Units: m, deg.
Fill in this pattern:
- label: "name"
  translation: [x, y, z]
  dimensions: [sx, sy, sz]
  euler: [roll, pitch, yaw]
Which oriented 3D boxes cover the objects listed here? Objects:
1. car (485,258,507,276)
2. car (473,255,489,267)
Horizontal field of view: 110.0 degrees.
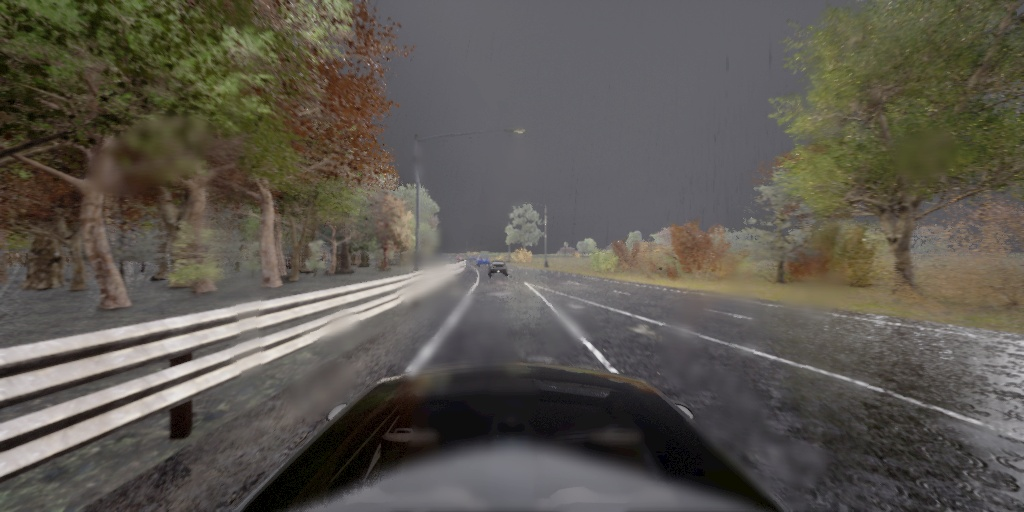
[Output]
- label: "car"
  translation: [-1.533, 1.222, 36.507]
  dimensions: [1.837, 1.490, 4.892]
  euler: [0, 0, -6]
- label: "car"
  translation: [-5.267, 0.832, 64.547]
  dimensions: [2.150, 2.045, 5.566]
  euler: [0, 0, -10]
